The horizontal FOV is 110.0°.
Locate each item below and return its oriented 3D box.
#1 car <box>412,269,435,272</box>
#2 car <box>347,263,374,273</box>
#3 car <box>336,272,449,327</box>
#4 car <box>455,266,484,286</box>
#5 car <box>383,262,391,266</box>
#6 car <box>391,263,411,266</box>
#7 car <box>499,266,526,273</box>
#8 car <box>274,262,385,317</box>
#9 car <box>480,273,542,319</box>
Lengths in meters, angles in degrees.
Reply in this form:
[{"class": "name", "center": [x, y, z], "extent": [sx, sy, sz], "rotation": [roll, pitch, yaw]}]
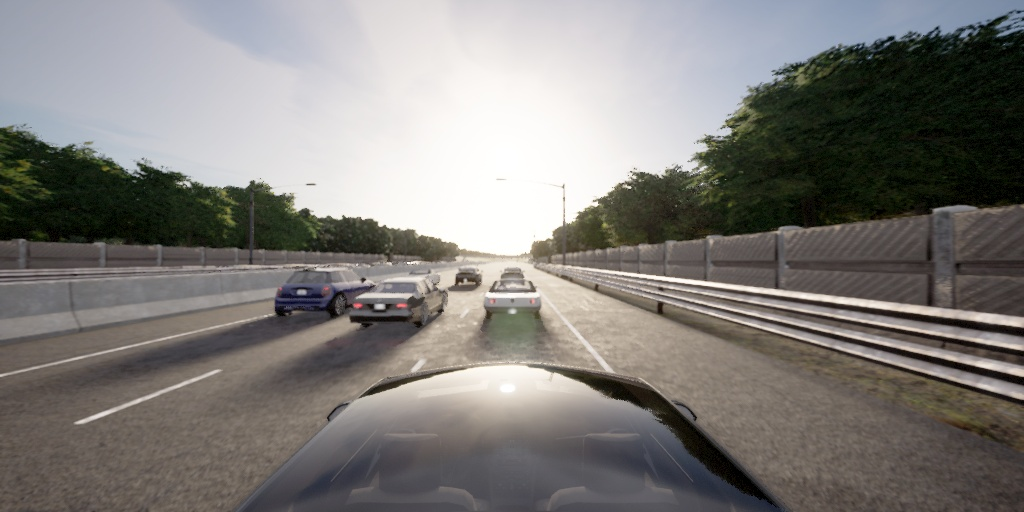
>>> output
[{"class": "car", "center": [-6.962, 1.661, 28.522], "extent": [1.895, 1.301, 4.718], "rotation": [0, -1, 1]}, {"class": "car", "center": [-24.533, 1.944, 58.403], "extent": [2.033, 1.411, 5.357], "rotation": [0, -1, 1]}, {"class": "car", "center": [-3.478, 1.418, 12.003], "extent": [2.033, 1.411, 5.357], "rotation": [0, -1, 1]}, {"class": "car", "center": [-3.457, 1.573, 29.144], "extent": [1.837, 1.490, 4.892], "rotation": [0, 0, 1]}, {"class": "car", "center": [-21.048, 1.750, 58.504], "extent": [2.097, 1.767, 4.553], "rotation": [0, -1, 1]}, {"class": "car", "center": [-17.556, 1.901, 58.450], "extent": [1.837, 1.490, 4.892], "rotation": [0, -1, 1]}, {"class": "car", "center": [0.043, 1.573, 29.170], "extent": [1.837, 1.490, 4.892], "rotation": [0, 0, 0]}, {"class": "car", "center": [-6.956, 1.245, 14.017], "extent": [2.097, 1.767, 4.553], "rotation": [0, -1, 0]}, {"class": "car", "center": [0.039, 1.488, 13.520], "extent": [1.895, 1.301, 4.718], "rotation": [0, -1, 1]}]
